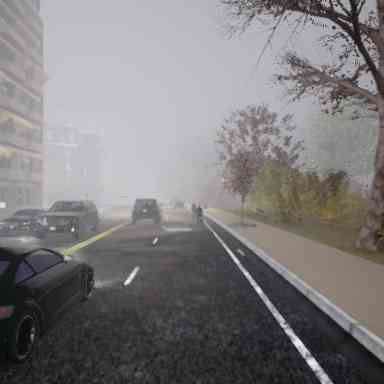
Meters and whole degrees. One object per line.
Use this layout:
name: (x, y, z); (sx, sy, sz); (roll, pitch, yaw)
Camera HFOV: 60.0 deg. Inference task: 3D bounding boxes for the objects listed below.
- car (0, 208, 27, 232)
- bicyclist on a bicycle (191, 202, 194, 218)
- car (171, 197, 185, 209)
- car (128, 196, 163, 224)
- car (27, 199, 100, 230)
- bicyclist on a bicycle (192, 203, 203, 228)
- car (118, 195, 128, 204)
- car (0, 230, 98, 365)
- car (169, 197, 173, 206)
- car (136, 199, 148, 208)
car: (-10.183, 1.759, 21.068); (1.837, 1.490, 4.892); (0, -1, -2)
bicyclist on a bicycle: (0.161, 1.802, 31.637); (0.582, 1.620, 1.656); (0, -1, -3)
car: (-2.209, 2.119, 55.834); (1.837, 1.490, 4.892); (0, 0, -4)
car: (-3.736, 1.540, 28.159); (2.150, 2.045, 5.566); (0, -1, -2)
car: (-6.863, 1.444, 18.952); (2.150, 2.045, 5.566); (0, -1, -2)
bicyclist on a bicycle: (0.515, 1.702, 22.556); (0.582, 1.620, 1.656); (0, -1, -2)
car: (-12.610, 1.586, 62.486); (2.150, 2.045, 5.566); (0, -1, -8)
car: (-3.195, 1.636, 5.906); (1.994, 1.385, 4.181); (0, -1, 0)
car: (-3.991, 2.036, 74.410); (2.150, 2.045, 5.566); (0, -1, -6)
car: (-9.373, 2.099, 62.895); (1.882, 1.535, 5.008); (0, -1, -5)
